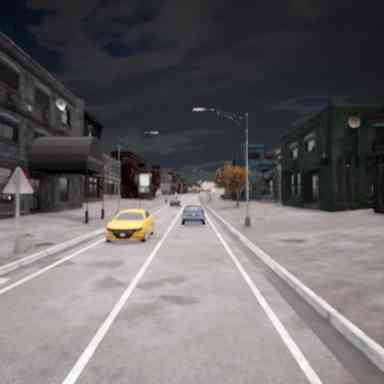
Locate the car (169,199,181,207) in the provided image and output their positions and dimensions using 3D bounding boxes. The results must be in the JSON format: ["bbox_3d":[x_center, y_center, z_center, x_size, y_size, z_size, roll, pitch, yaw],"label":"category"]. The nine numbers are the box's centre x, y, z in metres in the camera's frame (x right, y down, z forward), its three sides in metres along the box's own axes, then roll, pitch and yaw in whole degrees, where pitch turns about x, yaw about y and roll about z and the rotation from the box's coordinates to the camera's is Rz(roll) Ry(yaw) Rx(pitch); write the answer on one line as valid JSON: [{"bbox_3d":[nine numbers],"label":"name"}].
[{"bbox_3d":[-2.982,1.928,60.216,2.033,1.411,5.357,0,0,1],"label":"car"}]

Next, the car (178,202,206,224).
[{"bbox_3d":[0.124,1.781,26.944,2.033,1.411,5.357,0,0,0],"label":"car"}]

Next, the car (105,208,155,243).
[{"bbox_3d":[-3.087,1.652,17.332,1.882,1.535,5.008,0,0,0],"label":"car"}]
